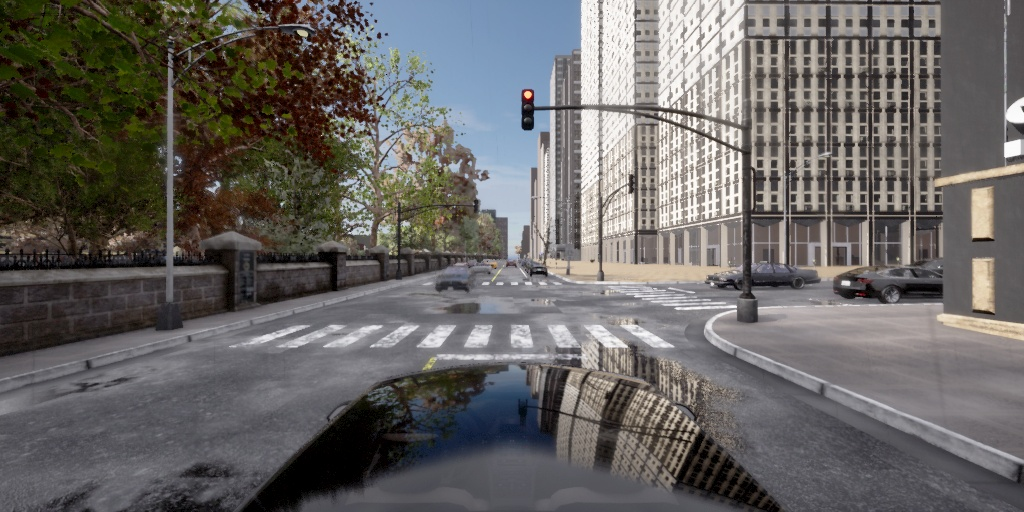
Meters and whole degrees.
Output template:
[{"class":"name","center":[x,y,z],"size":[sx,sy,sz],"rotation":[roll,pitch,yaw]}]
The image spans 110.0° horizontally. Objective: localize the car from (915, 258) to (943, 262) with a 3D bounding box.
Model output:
[{"class":"car","center":[23.118,0.845,19.373],"size":[4.892,1.490,1.837],"rotation":[-1,0,0]}]

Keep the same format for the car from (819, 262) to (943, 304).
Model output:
[{"class":"car","center":[14.647,1.026,13.507],"size":[4.313,1.339,1.948],"rotation":[0,0,0]}]

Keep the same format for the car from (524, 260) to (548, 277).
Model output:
[{"class":"car","center":[2.575,1.331,36.049],"size":[1.948,1.339,4.313],"rotation":[0,0,0]}]

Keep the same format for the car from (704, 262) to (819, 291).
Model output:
[{"class":"car","center":[13.389,1.054,19.277],"size":[5.357,1.411,2.033],"rotation":[-1,0,-1]}]

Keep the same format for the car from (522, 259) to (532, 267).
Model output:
[{"class":"car","center":[2.556,1.335,41.682],"size":[1.948,1.339,4.313],"rotation":[0,0,0]}]

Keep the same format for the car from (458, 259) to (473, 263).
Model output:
[{"class":"car","center":[-5.824,1.351,41.654],"size":[1.802,1.307,4.207],"rotation":[0,0,0]}]

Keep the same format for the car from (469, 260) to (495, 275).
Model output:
[{"class":"car","center":[-3.224,1.368,38.980],"size":[1.895,1.301,4.718],"rotation":[0,0,0]}]

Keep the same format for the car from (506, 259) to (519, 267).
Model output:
[{"class":"car","center":[-0.110,1.320,65.313],"size":[1.812,1.442,4.674],"rotation":[0,0,0]}]

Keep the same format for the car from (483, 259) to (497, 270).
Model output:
[{"class":"car","center":[-3.266,1.259,54.491],"size":[1.882,1.535,5.008],"rotation":[0,0,0]}]

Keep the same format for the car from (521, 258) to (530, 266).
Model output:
[{"class":"car","center":[2.538,1.340,47.314],"size":[1.948,1.339,4.313],"rotation":[0,0,0]}]

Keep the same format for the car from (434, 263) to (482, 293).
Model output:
[{"class":"car","center":[-3.164,1.304,21.122],"size":[2.033,1.411,5.357],"rotation":[0,0,0]}]
